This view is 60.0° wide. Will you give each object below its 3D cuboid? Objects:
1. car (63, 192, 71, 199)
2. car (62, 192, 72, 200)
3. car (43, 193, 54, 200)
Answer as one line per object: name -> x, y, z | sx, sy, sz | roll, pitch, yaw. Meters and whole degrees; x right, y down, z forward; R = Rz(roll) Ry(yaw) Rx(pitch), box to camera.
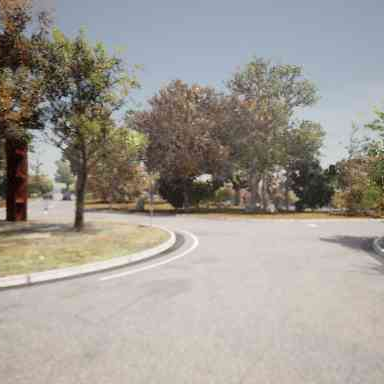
car -> -30.943, 0.829, 82.591 | 1.882, 1.535, 5.008 | 1, 0, -20
car -> -27.227, 0.965, 72.411 | 2.033, 1.411, 5.357 | 1, 0, -20
car -> -29.224, 0.933, 67.679 | 1.837, 1.490, 4.892 | 1, 0, -20
